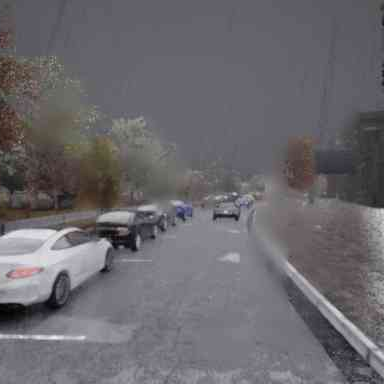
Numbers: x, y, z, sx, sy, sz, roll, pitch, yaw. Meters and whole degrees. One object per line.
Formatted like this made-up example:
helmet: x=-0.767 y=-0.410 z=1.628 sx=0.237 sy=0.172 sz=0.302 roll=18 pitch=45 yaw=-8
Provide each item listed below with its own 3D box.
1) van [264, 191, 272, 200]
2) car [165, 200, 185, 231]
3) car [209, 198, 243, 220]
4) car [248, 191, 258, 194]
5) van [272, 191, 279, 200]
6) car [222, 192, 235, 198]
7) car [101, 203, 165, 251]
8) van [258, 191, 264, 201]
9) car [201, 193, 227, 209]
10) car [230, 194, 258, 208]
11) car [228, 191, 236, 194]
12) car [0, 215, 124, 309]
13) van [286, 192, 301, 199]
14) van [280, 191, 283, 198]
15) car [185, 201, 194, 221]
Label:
van: x=15.311 y=0.873 z=72.547 sx=1.878 sy=1.987 sz=4.442 roll=-3 pitch=-1 yaw=29
car: x=-2.127 y=1.386 z=19.616 sx=2.231 sy=1.521 sz=4.892 roll=-1 pitch=1 yaw=9
car: x=2.784 y=1.402 z=26.183 sx=1.994 sy=1.385 sz=4.181 roll=0 pitch=0 yaw=10
car: x=10.324 y=1.125 z=62.620 sx=1.946 sy=1.575 sz=5.366 roll=-3 pitch=-1 yaw=26
van: x=18.094 y=0.867 z=77.397 sx=1.878 sy=1.987 sz=4.442 roll=-3 pitch=-1 yaw=30
car: x=4.127 y=1.223 z=46.836 sx=2.231 sy=1.521 sz=4.892 roll=-4 pitch=0 yaw=18
car: x=-2.775 y=1.434 z=13.943 sx=2.097 sy=1.535 sz=5.008 roll=-1 pitch=1 yaw=6
van: x=12.696 y=0.886 z=67.602 sx=1.878 sy=1.987 sz=4.442 roll=-3 pitch=-1 yaw=24
car: x=2.470 y=1.258 z=41.496 sx=2.231 sy=1.521 sz=4.892 roll=-4 pitch=0 yaw=17
car: x=6.650 y=1.274 z=42.069 sx=2.033 sy=1.411 sz=5.357 roll=-1 pitch=0 yaw=17
car: x=5.970 y=0.935 z=52.150 sx=2.435 sy=2.045 sz=5.566 roll=-3 pitch=0 yaw=20
car: x=-3.283 y=1.502 z=7.731 sx=2.002 sy=1.452 sz=4.674 roll=-1 pitch=0 yaw=4
van: x=27.468 y=0.877 z=91.290 sx=1.878 sy=1.987 sz=4.442 roll=-3 pitch=-1 yaw=36
van: x=21.027 y=0.866 z=82.144 sx=1.878 sy=1.987 sz=4.442 roll=-3 pitch=-1 yaw=31
car: x=-1.126 y=1.345 z=25.864 sx=2.097 sy=1.535 sz=5.008 roll=0 pitch=1 yaw=10
